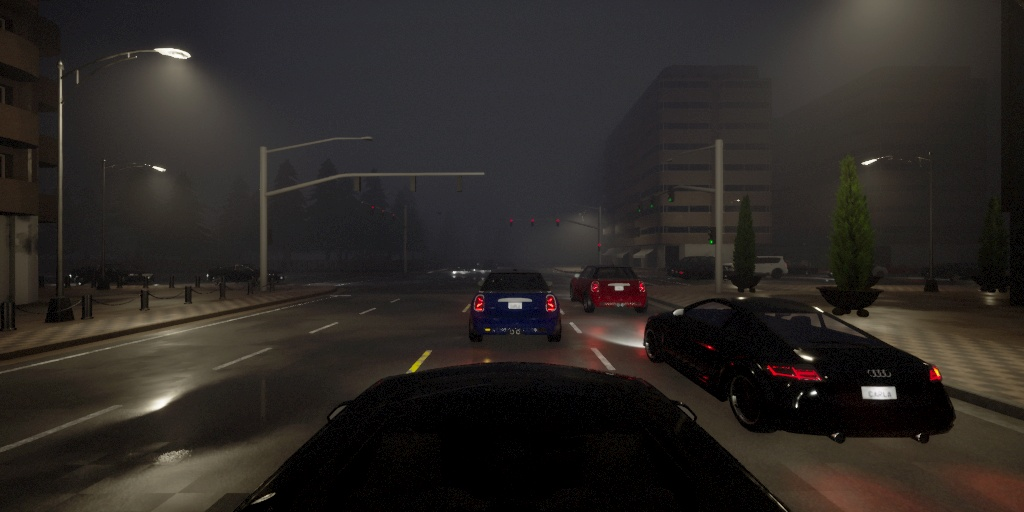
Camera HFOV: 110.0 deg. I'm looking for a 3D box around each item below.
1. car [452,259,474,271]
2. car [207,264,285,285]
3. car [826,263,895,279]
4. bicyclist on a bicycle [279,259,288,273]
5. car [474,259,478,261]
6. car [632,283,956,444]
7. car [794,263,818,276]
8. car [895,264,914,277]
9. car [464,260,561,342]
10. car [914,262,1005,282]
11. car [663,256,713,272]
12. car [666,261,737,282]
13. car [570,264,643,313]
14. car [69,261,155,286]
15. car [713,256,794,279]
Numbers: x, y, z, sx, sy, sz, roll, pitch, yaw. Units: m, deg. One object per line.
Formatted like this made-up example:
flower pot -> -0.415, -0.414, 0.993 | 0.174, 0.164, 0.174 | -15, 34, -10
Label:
car -> -6.845, 1.314, 48.692 | 1.994, 1.385, 4.181 | 0, 0, 3
car -> -18.986, 1.297, 25.704 | 4.902, 1.511, 2.128 | 0, 0, 0
car -> 31.815, 1.331, 33.081 | 4.674, 1.442, 1.812 | 0, 0, 0
bicyclist on a bicycle -> -25.600, 1.106, 40.164 | 0.582, 1.620, 1.656 | 0, 0, 0
car -> -6.229, 1.255, 57.580 | 1.837, 1.490, 4.892 | 0, 0, 7
car -> 3.608, 1.314, 5.531 | 1.994, 1.385, 4.181 | 0, 0, 0
car -> 28.192, 1.406, 36.571 | 4.718, 1.301, 1.895 | 0, 0, 0
car -> 38.238, 1.406, 36.598 | 4.718, 1.301, 1.895 | 0, 0, 0
car -> 0.085, 1.102, 9.945 | 2.097, 1.767, 4.553 | 0, 0, 0
car -> 36.712, 1.283, 29.401 | 5.008, 1.535, 1.882 | 0, 0, 0
car -> 18.432, 1.028, 36.537 | 5.566, 2.045, 2.150 | 0, 0, 0
car -> 15.911, 1.353, 29.262 | 5.357, 1.411, 2.033 | 0, 0, -1
car -> 3.609, 1.102, 14.172 | 2.097, 1.767, 4.553 | 0, 0, 0
car -> -28.522, 1.297, 25.671 | 4.902, 1.511, 2.128 | 0, 0, 0
car -> 22.178, 1.027, 33.051 | 5.566, 2.045, 2.150 | 0, 0, 0
